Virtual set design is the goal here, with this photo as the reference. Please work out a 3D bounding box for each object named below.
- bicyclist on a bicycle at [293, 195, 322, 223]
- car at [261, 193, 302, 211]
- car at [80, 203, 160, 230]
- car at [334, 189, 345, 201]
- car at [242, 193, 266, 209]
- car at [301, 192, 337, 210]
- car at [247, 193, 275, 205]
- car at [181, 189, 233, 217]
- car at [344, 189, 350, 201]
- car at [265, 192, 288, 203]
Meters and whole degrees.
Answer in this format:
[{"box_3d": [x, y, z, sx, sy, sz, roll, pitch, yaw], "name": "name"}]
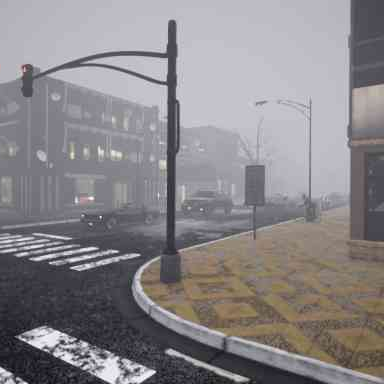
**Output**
[{"box_3d": [6.775, 1.003, 19.598, 1.656, 1.620, 0.582, 0, 1, 35], "name": "bicyclist on a bicycle"}, {"box_3d": [8.738, 1.068, 32.174, 1.895, 1.301, 4.718, 1, 1, 35], "name": "car"}, {"box_3d": [-4.072, 1.334, 19.299, 1.895, 1.301, 4.718, 1, 1, 35], "name": "car"}, {"box_3d": [23.291, 0.599, 53.201, 2.033, 1.411, 5.357, 1, 1, 34], "name": "car"}, {"box_3d": [7.080, 1.013, 35.387, 1.895, 1.301, 4.718, 1, 1, 35], "name": "car"}, {"box_3d": [12.650, 0.993, 33.068, 2.008, 1.369, 4.403, 2, 2, 35], "name": "car"}, {"box_3d": [8.863, 0.821, 42.620, 1.887, 1.381, 4.507, 2, 2, 35], "name": "car"}, {"box_3d": [1.370, 0.798, 27.139, 2.150, 2.045, 5.566, 1, 1, 35], "name": "car"}, {"box_3d": [25.412, 0.619, 51.686, 1.887, 1.381, 4.507, 2, 2, 35], "name": "car"}, {"box_3d": [12.102, 0.767, 47.242, 1.802, 1.307, 4.206, 2, 2, 35], "name": "car"}]
